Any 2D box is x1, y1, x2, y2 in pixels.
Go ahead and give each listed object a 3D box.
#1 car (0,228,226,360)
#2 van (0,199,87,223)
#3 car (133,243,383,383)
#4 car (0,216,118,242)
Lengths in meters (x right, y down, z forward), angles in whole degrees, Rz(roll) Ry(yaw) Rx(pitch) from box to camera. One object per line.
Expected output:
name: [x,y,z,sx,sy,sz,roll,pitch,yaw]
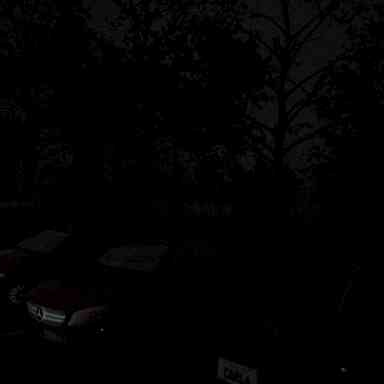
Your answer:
car: [-0.666,1.515,6.240,2.002,1.452,4.674,0,0,36]
van: [-5.183,1.224,9.305,1.878,1.987,4.442,0,1,35]
car: [1.719,1.511,4.569,2.163,1.488,4.792,0,0,36]
car: [-2.933,1.501,7.858,2.002,1.452,4.674,0,0,36]
